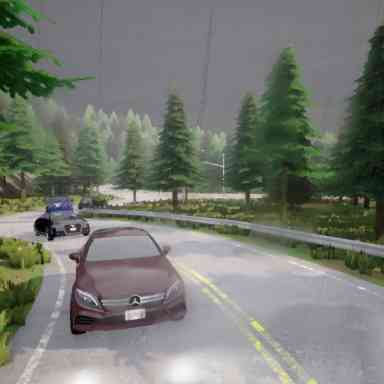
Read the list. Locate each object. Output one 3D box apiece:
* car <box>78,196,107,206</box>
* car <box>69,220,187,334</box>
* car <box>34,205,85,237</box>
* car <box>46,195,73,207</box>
[{"bbox_3d":[-12.644,1.289,42.805,2.097,1.767,4.553,2,2,13],"label":"car"},{"bbox_3d":[-1.509,1.523,7.044,1.812,1.442,4.674,-2,0,-17],"label":"car"},{"bbox_3d":[-7.023,1.664,17.751,1.994,1.385,4.181,-4,2,-38],"label":"car"},{"bbox_3d":[-12.805,1.326,32.221,2.150,2.045,5.566,-1,0,-18],"label":"car"}]
